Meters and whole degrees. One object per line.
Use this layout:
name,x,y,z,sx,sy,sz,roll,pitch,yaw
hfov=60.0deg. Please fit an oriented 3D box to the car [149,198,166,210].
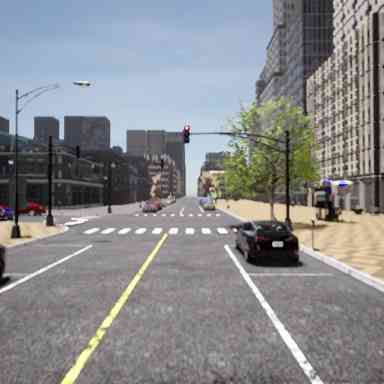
car,-5.670,1.853,50.566,2.192,1.841,5.009,0,-1,0

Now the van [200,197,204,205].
van,2.711,1.938,56.117,1.690,1.788,3.998,0,-1,0

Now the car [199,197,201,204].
car,2.713,2.266,67.216,2.008,1.369,4.403,0,-1,0

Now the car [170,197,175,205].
car,-5.663,2.358,78.148,1.752,1.417,4.829,0,-1,0

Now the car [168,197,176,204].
car,-5.658,2.327,94.972,2.192,1.841,5.009,0,-1,0

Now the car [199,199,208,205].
car,2.717,2.400,78.317,1.947,1.339,4.313,0,-1,0

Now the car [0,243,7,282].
car,-5.684,1.642,7.000,1.947,1.339,4.313,0,-1,0

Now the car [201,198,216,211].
car,2.709,2.065,50.734,1.752,1.417,4.829,0,-1,0

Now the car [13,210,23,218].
car,-17.364,1.622,28.219,4.674,1.442,1.812,1,-1,-2

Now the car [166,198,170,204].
car,-5.668,2.207,61.665,2.008,1.369,4.403,0,-1,0

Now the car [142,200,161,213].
car,-5.673,2.061,45.013,1.802,1.307,4.206,0,-1,0

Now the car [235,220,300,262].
car,2.698,1.700,12.536,1.947,1.339,4.313,0,-1,0

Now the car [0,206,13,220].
car,-17.140,1.373,25.650,5.009,1.841,2.192,1,-2,-1

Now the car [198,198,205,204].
car,2.723,2.539,95.140,1.752,1.417,4.829,0,-1,0

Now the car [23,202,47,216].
car,-17.258,1.732,34.022,4.507,1.381,1.887,1,-2,-1

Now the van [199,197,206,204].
van,2.722,2.294,89.421,1.690,1.788,3.998,0,-1,0
